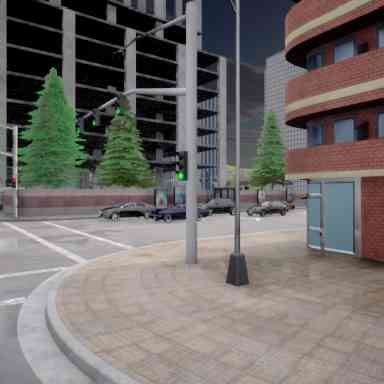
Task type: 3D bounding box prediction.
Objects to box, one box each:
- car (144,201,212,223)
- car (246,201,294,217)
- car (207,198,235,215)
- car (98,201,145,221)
[{"bbox_3d":[-1.025,1.656,26.315,4.718,1.301,1.895,0,0,-35],"label":"car"},{"bbox_3d":[7.355,1.581,32.239,4.674,1.442,1.812,0,0,-35],"label":"car"},{"bbox_3d":[2.198,1.407,32.882,4.553,1.767,2.097,0,0,-35],"label":"car"},{"bbox_3d":[-5.288,1.547,27.587,4.902,1.511,2.128,0,0,-35],"label":"car"}]
